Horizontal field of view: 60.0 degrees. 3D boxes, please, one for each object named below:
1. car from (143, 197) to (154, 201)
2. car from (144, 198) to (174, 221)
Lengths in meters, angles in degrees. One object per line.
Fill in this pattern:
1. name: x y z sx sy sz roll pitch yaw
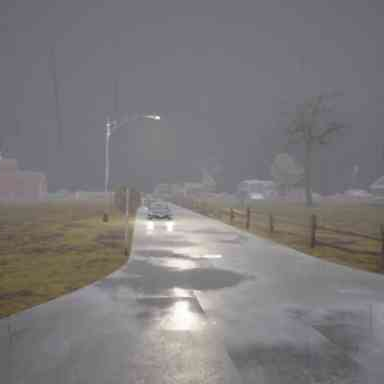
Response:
1. car: -6.091 1.416 48.231 2.033 1.411 5.357 2 0 -9
2. car: -2.644 1.494 26.623 1.837 1.490 4.892 2 0 -9
